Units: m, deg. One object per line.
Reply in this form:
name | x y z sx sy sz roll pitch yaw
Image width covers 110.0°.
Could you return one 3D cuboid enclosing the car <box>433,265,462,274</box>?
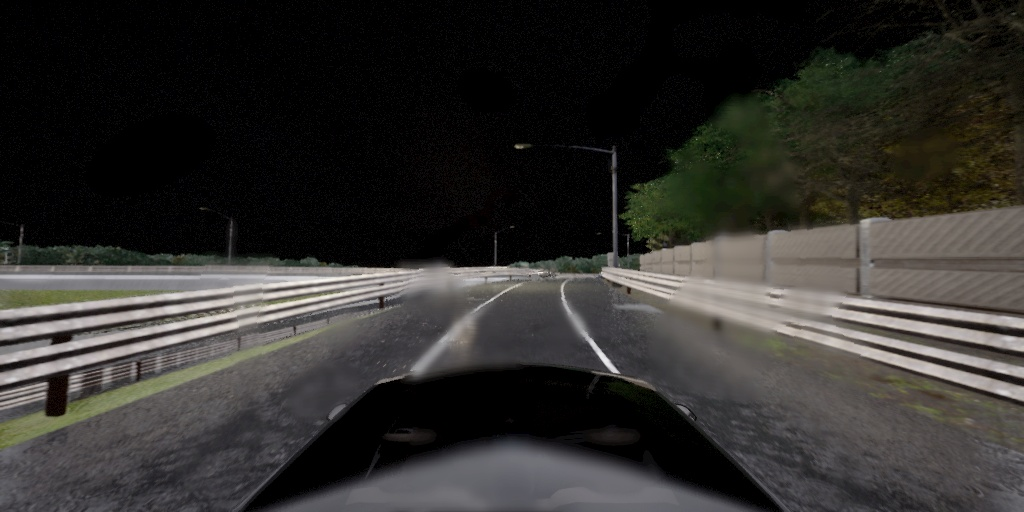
car | -11.155 2.631 62.757 5.566 2.045 2.150 2 -4 -29
